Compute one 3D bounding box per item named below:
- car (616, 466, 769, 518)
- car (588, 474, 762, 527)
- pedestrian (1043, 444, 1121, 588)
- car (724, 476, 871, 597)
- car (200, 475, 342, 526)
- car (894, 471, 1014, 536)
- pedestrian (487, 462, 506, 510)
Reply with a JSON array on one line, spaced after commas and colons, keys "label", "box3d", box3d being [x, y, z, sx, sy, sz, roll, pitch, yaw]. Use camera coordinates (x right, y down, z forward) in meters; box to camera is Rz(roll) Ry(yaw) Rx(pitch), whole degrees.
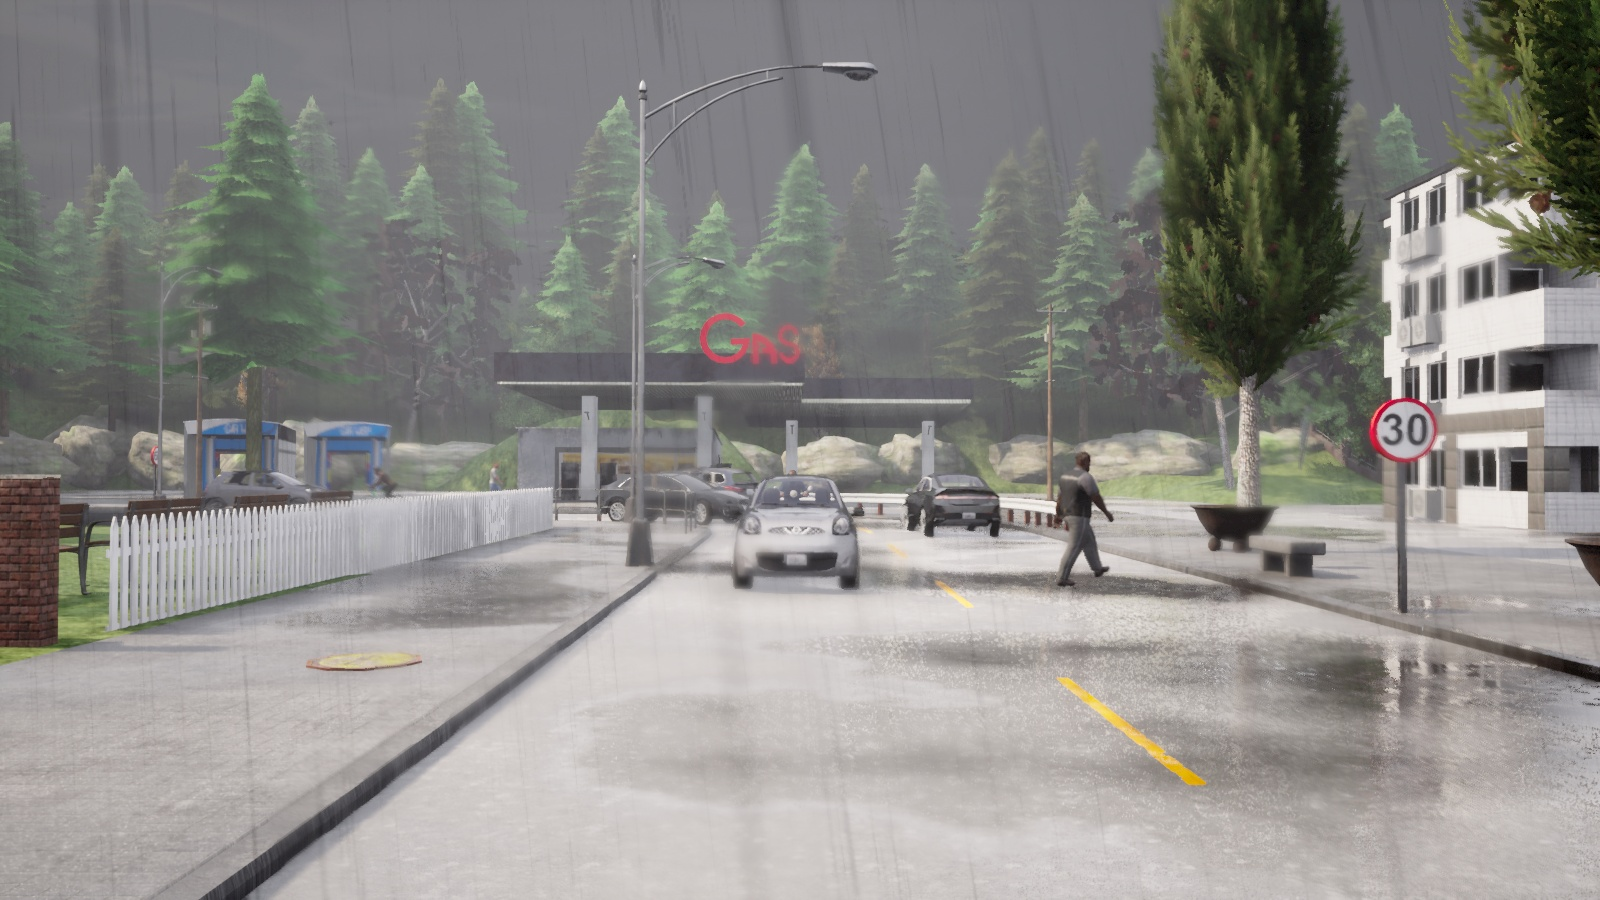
[{"label": "car", "box3d": [-3.585, 1.375, 41.785, 4.611, 1.667, 2.242, -1, -1, 28]}, {"label": "car", "box3d": [-3.707, 1.458, 37.143, 4.892, 1.490, 1.837, -1, -1, 26]}, {"label": "pedestrian", "box3d": [3.797, 0.873, 16.930, 0.849, 1.883, 0.563, 0, -1, -22]}, {"label": "car", "box3d": [-0.033, 1.124, 17.586, 1.845, 1.501, 3.633, 0, -1, 0]}, {"label": "car", "box3d": [-16.297, 1.544, 38.809, 3.633, 1.501, 1.845, 0, -1, 0]}, {"label": "car", "box3d": [3.772, 1.287, 31.657, 2.128, 1.511, 4.902, 0, -1, -4]}, {"label": "pedestrian", "box3d": [-11.739, 1.385, 48.579, 0.706, 1.836, 0.354, 0, -1, -10]}]
